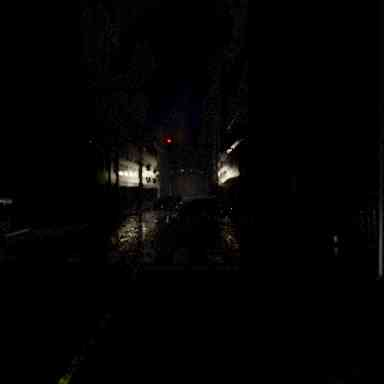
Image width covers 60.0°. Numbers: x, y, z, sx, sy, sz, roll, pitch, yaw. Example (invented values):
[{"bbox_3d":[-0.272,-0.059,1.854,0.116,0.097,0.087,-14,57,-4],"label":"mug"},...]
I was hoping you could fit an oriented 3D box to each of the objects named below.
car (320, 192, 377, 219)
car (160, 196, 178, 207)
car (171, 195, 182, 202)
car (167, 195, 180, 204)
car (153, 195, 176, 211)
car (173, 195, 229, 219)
[{"bbox_3d":[12.077,0.947,24.286,5.009,1.841,2.192,-1,2,0],"label":"car"},{"bbox_3d":[-3.101,1.234,45.591,2.033,1.411,5.357,0,0,1],"label":"car"},{"bbox_3d":[-3.019,1.175,65.507,1.895,1.301,4.718,0,0,0],"label":"car"},{"bbox_3d":[-3.070,1.193,55.545,1.994,1.385,4.181,0,0,0],"label":"car"},{"bbox_3d":[-3.104,1.308,36.264,1.994,1.385,4.181,0,0,0],"label":"car"},{"bbox_3d":[0.834,1.270,26.584,1.882,1.535,5.008,-2,1,-34],"label":"car"}]
